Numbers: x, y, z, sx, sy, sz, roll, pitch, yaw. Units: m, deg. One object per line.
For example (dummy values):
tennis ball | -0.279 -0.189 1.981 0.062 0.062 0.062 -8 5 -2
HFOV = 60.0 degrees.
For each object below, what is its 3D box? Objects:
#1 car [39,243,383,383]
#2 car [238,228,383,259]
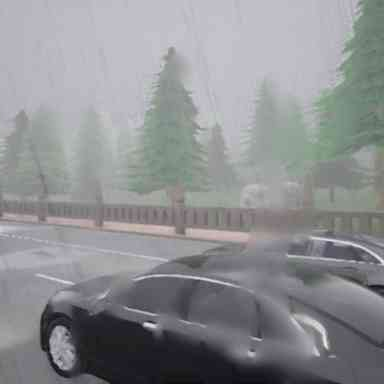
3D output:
car | 0.158 1.502 3.880 4.892 1.490 1.837 0 0 36
car | 2.301 1.489 6.652 4.902 1.511 2.128 0 0 36
